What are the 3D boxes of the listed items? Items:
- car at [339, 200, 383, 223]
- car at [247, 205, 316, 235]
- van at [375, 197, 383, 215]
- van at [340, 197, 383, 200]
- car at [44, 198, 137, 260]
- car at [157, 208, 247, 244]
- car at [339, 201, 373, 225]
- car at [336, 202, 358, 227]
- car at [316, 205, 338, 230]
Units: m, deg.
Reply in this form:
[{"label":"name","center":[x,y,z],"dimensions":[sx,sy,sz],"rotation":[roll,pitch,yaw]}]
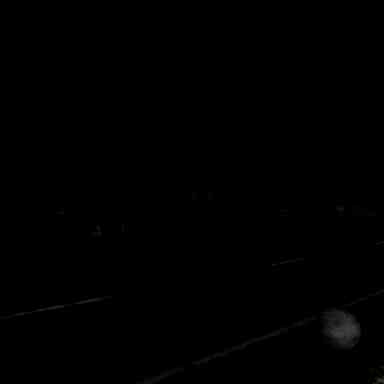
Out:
[{"label":"car","center":[12.864,1.678,26.962],"dimensions":[1.946,1.575,5.366],"rotation":[1,-1,-41]},{"label":"car","center":[4.448,1.600,19.996],"dimensions":[2.231,1.521,4.892],"rotation":[1,-1,-39]},{"label":"van","center":[22.695,1.514,36.273],"dimensions":[1.878,1.987,4.442],"rotation":[0,0,-44]},{"label":"van","center":[14.692,1.473,29.018],"dimensions":[1.878,1.987,4.442],"rotation":[0,0,-42]},{"label":"car","center":[-4.231,1.260,13.153],"dimensions":[2.435,2.045,5.566],"rotation":[0,0,-36]},{"label":"car","center":[0.106,1.576,16.477],"dimensions":[2.163,1.488,4.792],"rotation":[1,0,-38]},{"label":"car","center":[10.693,1.705,25.297],"dimensions":[2.002,1.452,4.674],"rotation":[1,-1,-41]},{"label":"car","center":[8.648,1.674,23.486],"dimensions":[2.163,1.488,4.792],"rotation":[1,-1,-40]},{"label":"car","center":[6.528,1.652,21.767],"dimensions":[2.163,1.488,4.792],"rotation":[1,-1,-40]}]
